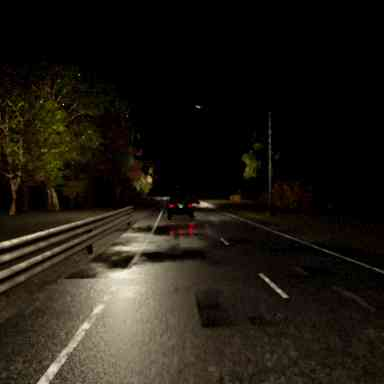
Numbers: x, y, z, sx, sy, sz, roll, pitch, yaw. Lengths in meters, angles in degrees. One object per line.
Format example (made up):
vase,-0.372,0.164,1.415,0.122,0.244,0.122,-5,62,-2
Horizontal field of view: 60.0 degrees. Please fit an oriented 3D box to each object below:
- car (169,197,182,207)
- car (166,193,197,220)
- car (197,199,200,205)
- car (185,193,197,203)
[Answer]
car,-2.820,1.676,57.141,2.033,1.411,5.357,0,0,-5
car,-1.056,1.293,29.412,2.150,2.045,5.566,0,0,-4
car,0.336,1.693,60.925,1.994,1.385,4.181,0,0,-4
car,-0.307,1.205,70.943,2.150,2.045,5.566,0,0,-4
